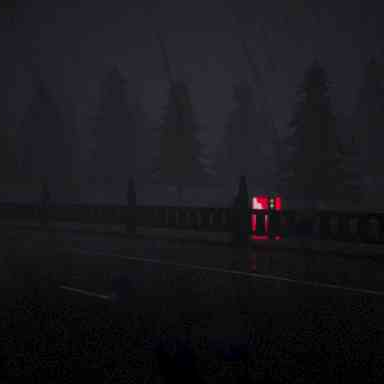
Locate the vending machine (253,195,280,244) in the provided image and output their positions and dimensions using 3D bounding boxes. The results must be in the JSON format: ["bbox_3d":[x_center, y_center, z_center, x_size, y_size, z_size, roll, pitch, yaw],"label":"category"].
[{"bbox_3d":[3.399,1.195,15.197,0.880,2.100,1.100,0,0,32],"label":"vending machine"}]

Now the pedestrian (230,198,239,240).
[{"bbox_3d":[1.920,1.141,14.391,0.375,1.860,0.375,0,0,32],"label":"pedestrian"}]
